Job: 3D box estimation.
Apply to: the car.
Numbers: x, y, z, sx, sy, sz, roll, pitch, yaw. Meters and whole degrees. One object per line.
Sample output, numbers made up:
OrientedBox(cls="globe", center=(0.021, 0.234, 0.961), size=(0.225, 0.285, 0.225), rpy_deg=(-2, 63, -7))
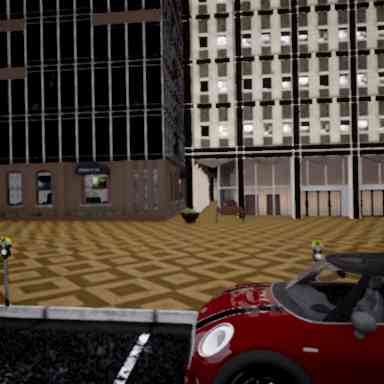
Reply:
OrientedBox(cls="car", center=(1.946, 1.438, 3.760), size=(4.097, 1.590, 1.967), rpy_deg=(0, -1, 5))
